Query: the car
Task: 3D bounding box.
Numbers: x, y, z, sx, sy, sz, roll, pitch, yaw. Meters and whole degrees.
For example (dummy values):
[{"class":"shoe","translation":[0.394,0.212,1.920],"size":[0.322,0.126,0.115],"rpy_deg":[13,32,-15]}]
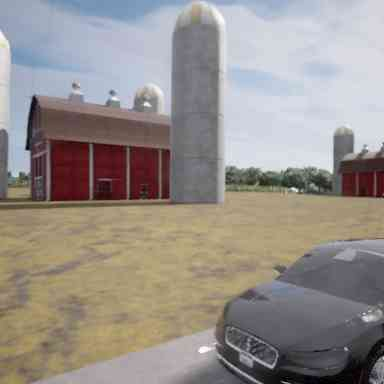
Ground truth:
[{"class":"car","translation":[2.542,1.516,4.876],"size":[4.892,1.490,1.837],"rpy_deg":[0,0,-35]}]
